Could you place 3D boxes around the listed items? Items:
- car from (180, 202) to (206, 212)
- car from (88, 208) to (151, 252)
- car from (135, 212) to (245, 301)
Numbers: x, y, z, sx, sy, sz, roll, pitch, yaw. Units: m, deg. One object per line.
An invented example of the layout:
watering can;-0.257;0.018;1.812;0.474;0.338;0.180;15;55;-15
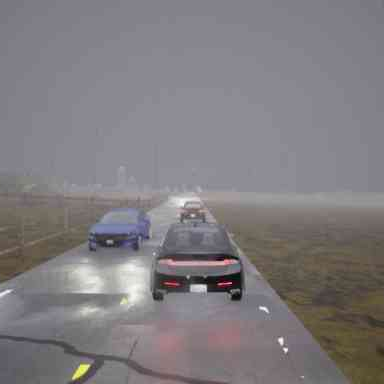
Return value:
car;0.068;1.455;25.273;1.812;1.442;4.674;0;0;0
car;-2.868;1.453;14.064;1.882;1.535;5.008;0;0;0
car;0.094;1.482;8.287;2.128;1.511;4.902;0;0;0
